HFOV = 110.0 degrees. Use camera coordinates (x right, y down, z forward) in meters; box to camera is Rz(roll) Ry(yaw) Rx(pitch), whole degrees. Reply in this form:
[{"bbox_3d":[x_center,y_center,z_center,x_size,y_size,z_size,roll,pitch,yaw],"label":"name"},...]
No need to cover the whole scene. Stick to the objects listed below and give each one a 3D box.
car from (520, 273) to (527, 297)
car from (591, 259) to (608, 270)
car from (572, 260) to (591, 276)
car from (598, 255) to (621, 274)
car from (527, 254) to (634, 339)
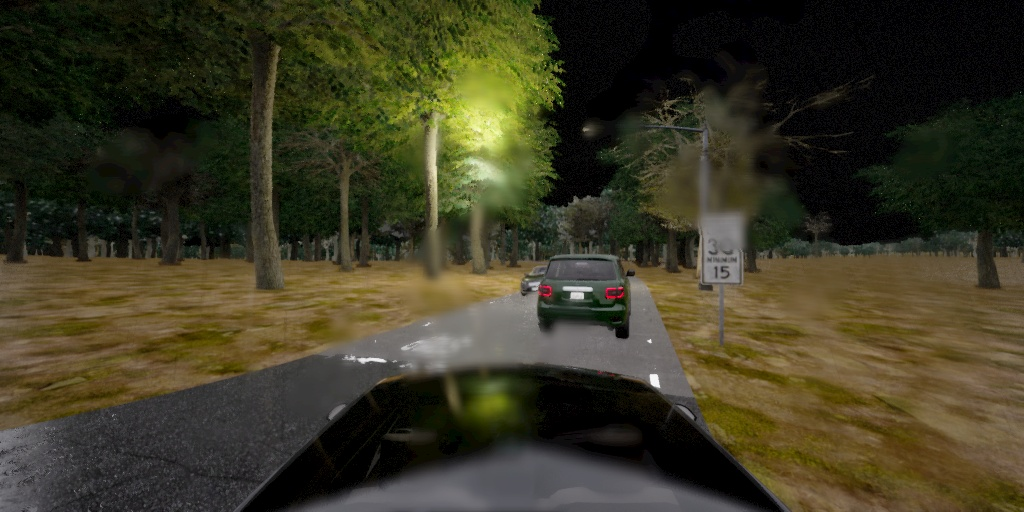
[{"bbox_3d":[1.837,1.256,18.796,2.128,1.511,4.902,0,0,18],"label":"car"},{"bbox_3d":[12.819,1.181,52.697,1.812,1.442,4.674,-1,1,6],"label":"car"},{"bbox_3d":[7.578,1.218,38.892,1.882,1.535,5.008,0,0,12],"label":"car"},{"bbox_3d":[11.405,0.938,42.296,2.150,2.045,5.566,0,0,11],"label":"car"},{"bbox_3d":[2.312,0.975,10.464,2.150,2.045,5.566,0,0,19],"label":"car"}]
